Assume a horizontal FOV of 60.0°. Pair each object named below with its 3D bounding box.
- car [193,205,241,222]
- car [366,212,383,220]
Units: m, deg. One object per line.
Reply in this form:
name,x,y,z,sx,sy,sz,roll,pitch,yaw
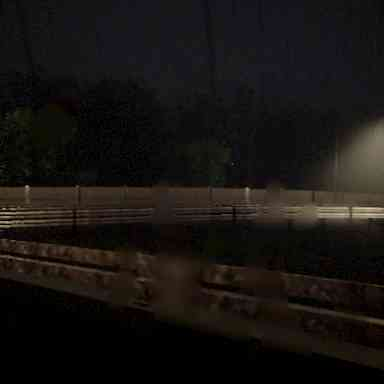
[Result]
car,2.195,1.779,28.558,4.181,1.385,1.994,1,-1,-20
car,20.742,2.361,35.047,4.718,1.301,1.895,3,-1,-18
